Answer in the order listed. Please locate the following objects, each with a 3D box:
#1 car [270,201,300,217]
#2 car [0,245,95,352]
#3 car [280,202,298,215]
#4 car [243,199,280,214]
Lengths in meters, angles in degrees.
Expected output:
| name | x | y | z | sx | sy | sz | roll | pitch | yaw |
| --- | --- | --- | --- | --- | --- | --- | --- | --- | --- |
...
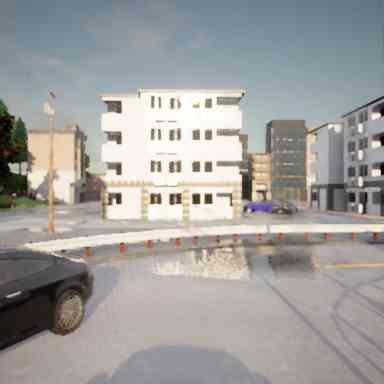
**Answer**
| name | x | y | z | sx | sy | sz | roll | pitch | yaw |
| --- | --- | --- | --- | --- | --- | --- | --- | --- | --- |
| car | 10.227 | 1.812 | 36.280 | 2.038 | 1.542 | 4.974 | 0 | 0 | 29 |
| car | -3.258 | 1.538 | 4.471 | 1.812 | 1.442 | 4.674 | -1 | 0 | 22 |
| car | 10.202 | 1.655 | 36.235 | 1.853 | 1.218 | 4.536 | 0 | 0 | 29 |
| car | 7.423 | 1.566 | 36.557 | 3.633 | 1.501 | 1.845 | 0 | 0 | 10 |
